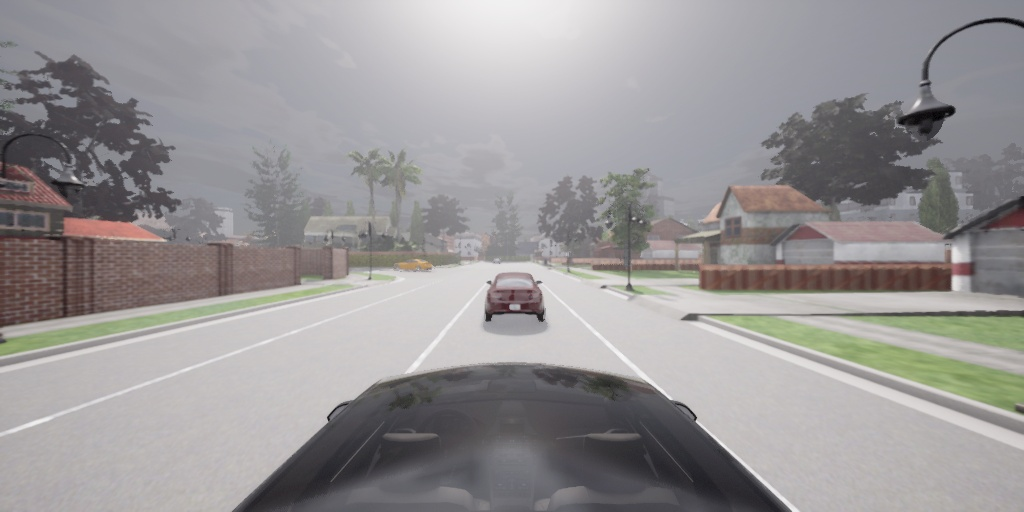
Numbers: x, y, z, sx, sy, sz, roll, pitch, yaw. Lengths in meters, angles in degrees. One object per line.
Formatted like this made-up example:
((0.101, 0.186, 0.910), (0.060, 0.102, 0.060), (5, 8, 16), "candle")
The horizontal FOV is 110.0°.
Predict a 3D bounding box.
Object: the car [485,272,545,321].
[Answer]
((0.080, 1.274, 12.406), (1.812, 1.442, 4.674), (0, 0, 0), "car")

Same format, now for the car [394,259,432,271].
((-12.576, 1.132, 45.530), (5.008, 1.535, 1.882), (0, -1, 20), "car")
